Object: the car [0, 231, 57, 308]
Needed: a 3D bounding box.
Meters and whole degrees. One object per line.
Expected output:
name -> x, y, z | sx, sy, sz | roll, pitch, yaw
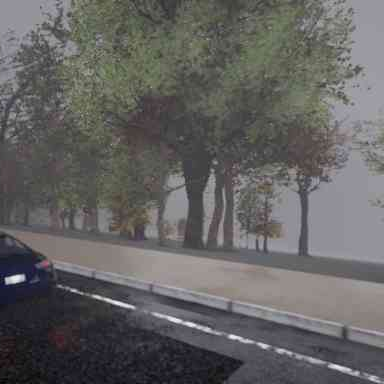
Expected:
car -> -4.778, 1.509, 7.096 | 4.181, 1.385, 1.994 | 1, 0, 35
